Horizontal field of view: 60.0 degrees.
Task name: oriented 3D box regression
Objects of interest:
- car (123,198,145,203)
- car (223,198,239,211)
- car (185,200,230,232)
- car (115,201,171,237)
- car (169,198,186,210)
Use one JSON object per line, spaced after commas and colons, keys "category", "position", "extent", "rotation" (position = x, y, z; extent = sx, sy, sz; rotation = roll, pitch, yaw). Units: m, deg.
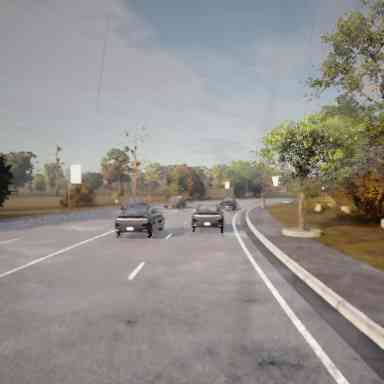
{"category": "car", "position": [-6.820, 1.484, 39.394], "extent": [1.837, 1.490, 4.892], "rotation": [0, 0, 13]}
{"category": "car", "position": [4.732, 1.513, 41.979], "extent": [1.837, 1.490, 4.892], "rotation": [0, 0, 14]}
{"category": "car", "position": [1.041, 1.492, 20.216], "extent": [2.128, 1.511, 4.902], "rotation": [0, 0, 5]}
{"category": "car", "position": [-2.679, 1.486, 17.827], "extent": [2.128, 1.511, 4.902], "rotation": [0, 0, 4]}
{"category": "car", "position": [-2.150, 1.536, 44.209], "extent": [2.033, 1.411, 5.357], "rotation": [0, 0, 14]}
